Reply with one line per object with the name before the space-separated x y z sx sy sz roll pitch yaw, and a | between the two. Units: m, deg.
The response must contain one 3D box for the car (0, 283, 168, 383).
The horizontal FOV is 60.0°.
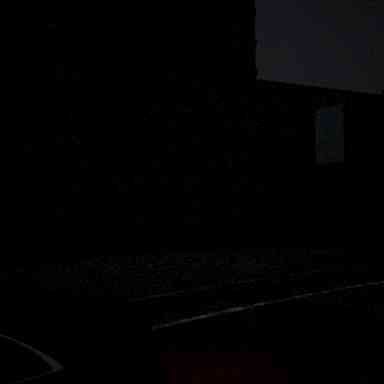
car | -2.496 1.507 2.004 4.892 1.490 1.837 0 -1 -35
